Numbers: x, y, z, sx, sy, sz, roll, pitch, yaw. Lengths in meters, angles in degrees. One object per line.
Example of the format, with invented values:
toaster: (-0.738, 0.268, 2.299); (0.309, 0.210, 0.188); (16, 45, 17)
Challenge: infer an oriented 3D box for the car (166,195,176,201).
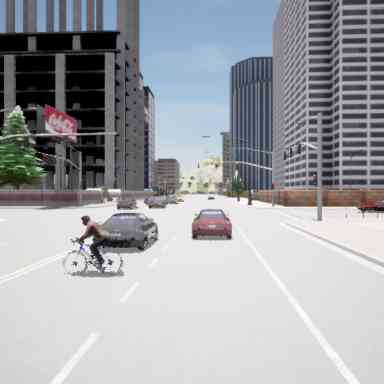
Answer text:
car: (-5.453, 1.540, 87.618); (1.994, 1.385, 4.181); (0, 0, 3)

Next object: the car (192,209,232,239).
car: (1.045, 1.564, 17.419); (1.994, 1.385, 4.181); (0, 0, 3)

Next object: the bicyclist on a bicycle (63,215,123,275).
bicyclist on a bicycle: (-2.682, 1.454, 8.943); (1.656, 1.620, 0.582); (-2, 0, 3)

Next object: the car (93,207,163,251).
car: (-2.656, 1.564, 14.220); (1.994, 1.385, 4.181); (0, 0, 4)

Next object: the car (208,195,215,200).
car: (5.432, 1.595, 93.874); (1.895, 1.301, 4.718); (0, 0, 3)

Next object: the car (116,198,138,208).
car: (-8.210, 1.507, 42.356); (1.837, 1.490, 4.892); (0, -1, 3)

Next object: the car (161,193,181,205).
car: (-3.727, 1.352, 58.653); (2.097, 1.767, 4.553); (0, 0, 4)

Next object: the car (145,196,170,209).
car: (-4.577, 1.565, 44.497); (1.994, 1.385, 4.181); (0, 0, 3)

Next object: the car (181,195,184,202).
car: (-2.770, 1.478, 73.609); (1.882, 1.535, 5.008); (0, 0, 3)

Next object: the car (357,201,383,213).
car: (20.628, 1.601, 36.194); (4.718, 1.301, 1.895); (0, 0, 3)

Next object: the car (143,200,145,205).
car: (-7.250, 1.525, 58.409); (1.812, 1.442, 4.674); (0, 0, 4)

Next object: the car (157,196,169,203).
car: (-6.301, 1.595, 73.178); (1.895, 1.301, 4.718); (0, 0, 3)
